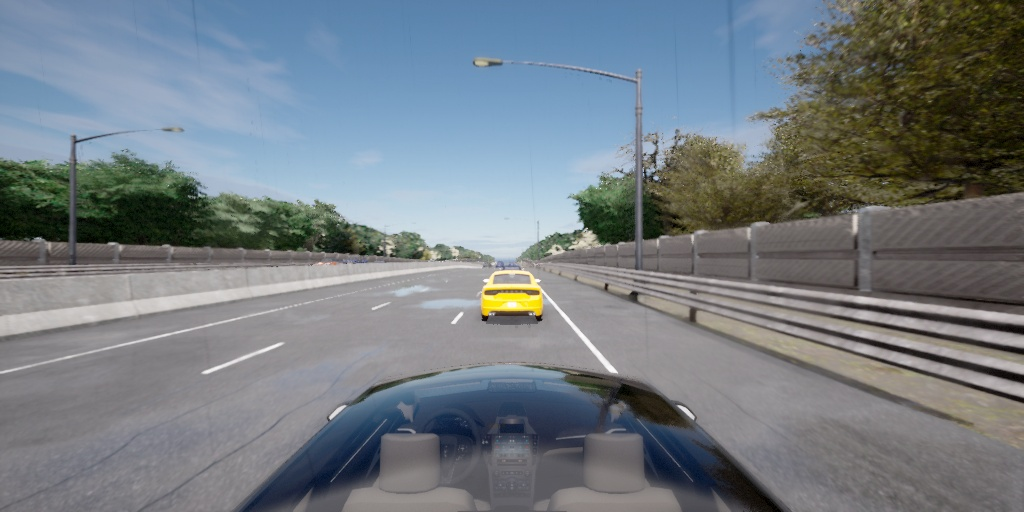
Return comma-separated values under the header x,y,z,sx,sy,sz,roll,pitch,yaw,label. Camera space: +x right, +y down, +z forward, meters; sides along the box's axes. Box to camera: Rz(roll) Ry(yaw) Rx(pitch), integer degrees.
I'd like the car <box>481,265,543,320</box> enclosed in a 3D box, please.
x,y,z,sx,sy,sz,roll,pitch,yaw,label
-0.001,1.242,12.672,1.882,1.535,5.008,0,0,0,car

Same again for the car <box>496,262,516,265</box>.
x,y,z,sx,sy,sz,roll,pitch,yaw,label
-0.004,1.363,26.151,1.994,1.385,4.181,0,0,0,car

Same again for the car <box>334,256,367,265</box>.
x,y,z,sx,sy,sz,roll,pitch,yaw,label
-21.006,0.954,47.811,2.150,2.045,5.566,0,-1,0,car

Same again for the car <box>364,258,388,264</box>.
x,y,z,sx,sy,sz,roll,pitch,yaw,label
-17.506,1.218,47.838,1.994,1.385,4.181,0,-1,0,car

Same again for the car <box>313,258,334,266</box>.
x,y,z,sx,sy,sz,roll,pitch,yaw,label
-24.506,1.085,47.869,2.097,1.767,4.553,0,-1,0,car
